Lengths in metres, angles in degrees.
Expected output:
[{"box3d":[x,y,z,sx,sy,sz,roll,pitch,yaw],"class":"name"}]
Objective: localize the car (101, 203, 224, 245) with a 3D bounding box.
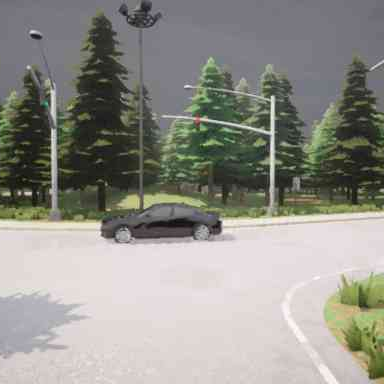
[{"box3d":[-1.193,1.207,13.823,5.008,1.535,1.882,0,2,-12],"class":"car"}]
